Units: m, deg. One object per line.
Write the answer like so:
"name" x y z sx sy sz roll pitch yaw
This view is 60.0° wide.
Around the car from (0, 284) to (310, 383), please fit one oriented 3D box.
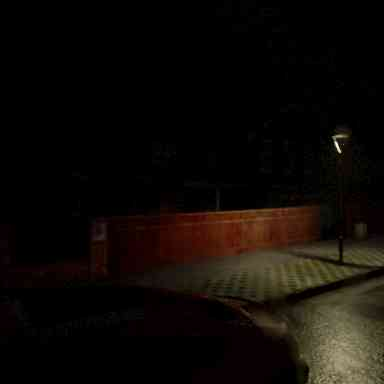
"car" -1.092 1.524 2.292 4.674 1.442 1.812 0 0 -36
